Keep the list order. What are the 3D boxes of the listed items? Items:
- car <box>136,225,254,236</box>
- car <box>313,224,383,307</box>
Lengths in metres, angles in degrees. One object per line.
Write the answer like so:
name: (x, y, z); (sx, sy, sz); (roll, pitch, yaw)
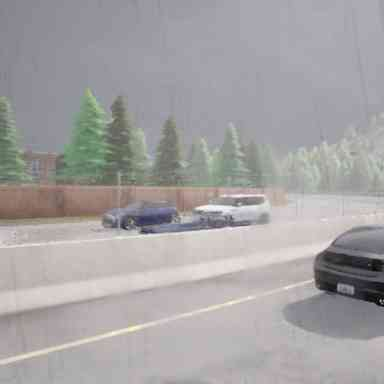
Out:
car: (0.217, 1.536, 13.000); (4.718, 1.301, 1.895); (0, 0, -39)
car: (4.649, 1.494, 7.477); (4.892, 1.490, 1.837); (0, 1, -39)
